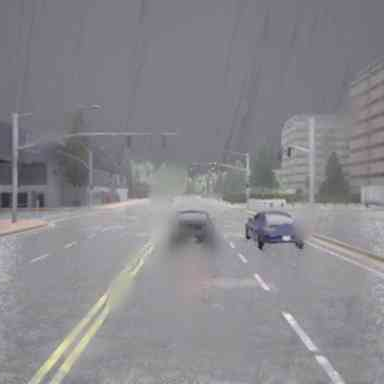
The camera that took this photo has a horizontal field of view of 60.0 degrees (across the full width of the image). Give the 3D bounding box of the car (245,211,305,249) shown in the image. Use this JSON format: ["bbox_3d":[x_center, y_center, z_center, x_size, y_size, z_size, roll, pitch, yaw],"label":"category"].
[{"bbox_3d":[3.528,1.569,14.706,1.812,1.442,4.674,0,0,0],"label":"car"}]

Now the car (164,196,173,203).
[{"bbox_3d":[-5.276,1.743,76.118,1.812,1.442,4.674,0,0,-2],"label":"car"}]

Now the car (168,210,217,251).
[{"bbox_3d":[0.027,1.545,14.383,1.837,1.490,4.892,0,-1,0],"label":"car"}]
